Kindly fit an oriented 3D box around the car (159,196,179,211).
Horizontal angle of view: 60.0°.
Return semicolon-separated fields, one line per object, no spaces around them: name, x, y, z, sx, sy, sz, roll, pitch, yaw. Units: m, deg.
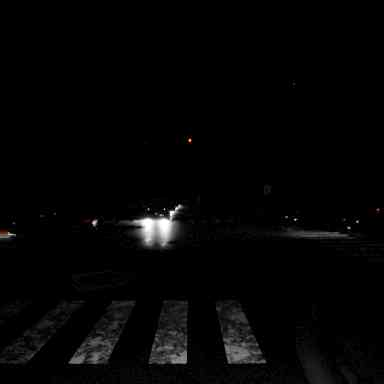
car;-3.107;1.614;42.016;1.994;1.385;4.181;0;0;1

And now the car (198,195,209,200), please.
car;2.398;1.637;52.697;1.947;1.339;4.313;0;0;0

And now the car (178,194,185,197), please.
car;-3.023;1.584;62.081;2.128;1.511;4.902;0;0;1

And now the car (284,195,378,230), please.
car;8.636;1.191;20.662;5.566;2.045;2.150;0;0;0

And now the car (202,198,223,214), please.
car;2.364;1.606;36.164;1.947;1.339;4.313;0;0;0

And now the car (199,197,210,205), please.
car;2.420;1.647;63.718;2.008;1.369;4.403;0;0;0

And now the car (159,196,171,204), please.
car;-5.594;1.552;69.245;1.967;1.590;4.097;0;0;0

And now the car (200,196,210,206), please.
car;2.387;1.641;47.186;1.802;1.307;4.206;0;0;0

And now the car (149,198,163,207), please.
car;-5.627;1.653;52.713;1.802;1.307;4.206;0;0;0

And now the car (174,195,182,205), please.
car;-3.086;1.633;52.001;1.994;1.385;4.181;0;0;0

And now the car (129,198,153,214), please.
car;-5.661;1.480;36.181;1.967;1.590;4.097;0;0;0

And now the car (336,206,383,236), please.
car;10.431;1.557;17.414;4.718;1.301;1.895;0;0;0

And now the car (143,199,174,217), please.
car;-3.150;1.634;32.061;1.895;1.301;4.718;0;0;1

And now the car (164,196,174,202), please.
car;-5.571;1.694;80.266;2.008;1.369;4.403;0;0;0

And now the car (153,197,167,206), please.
car;-5.616;1.634;58.223;2.008;1.369;4.403;0;0;0

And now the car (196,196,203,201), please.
car;2.064;1.698;90.133;1.812;1.442;4.674;0;0;0

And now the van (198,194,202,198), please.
van;2.409;1.424;58.208;1.690;1.788;3.998;0;0;0

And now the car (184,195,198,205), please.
car;-0.125;1.652;60.958;1.994;1.385;4.181;0;0;0

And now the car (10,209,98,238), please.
car;-7.114;1.585;17.356;4.181;1.385;1.994;0;0;0
